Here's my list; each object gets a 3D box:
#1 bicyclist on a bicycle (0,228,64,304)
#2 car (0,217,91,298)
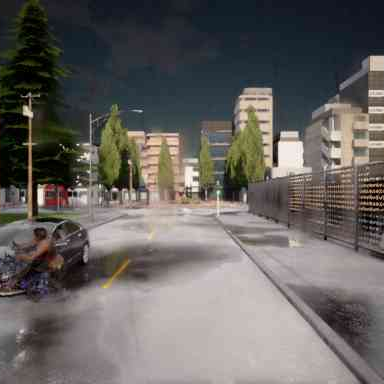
[{"bbox_3d":[-3.016,1.371,6.231,1.656,1.620,0.582,30,18,-21],"label":"bicyclist on a bicycle"},{"bbox_3d":[-4.150,1.501,8.818,1.837,1.490,4.892,0,1,0],"label":"car"}]
